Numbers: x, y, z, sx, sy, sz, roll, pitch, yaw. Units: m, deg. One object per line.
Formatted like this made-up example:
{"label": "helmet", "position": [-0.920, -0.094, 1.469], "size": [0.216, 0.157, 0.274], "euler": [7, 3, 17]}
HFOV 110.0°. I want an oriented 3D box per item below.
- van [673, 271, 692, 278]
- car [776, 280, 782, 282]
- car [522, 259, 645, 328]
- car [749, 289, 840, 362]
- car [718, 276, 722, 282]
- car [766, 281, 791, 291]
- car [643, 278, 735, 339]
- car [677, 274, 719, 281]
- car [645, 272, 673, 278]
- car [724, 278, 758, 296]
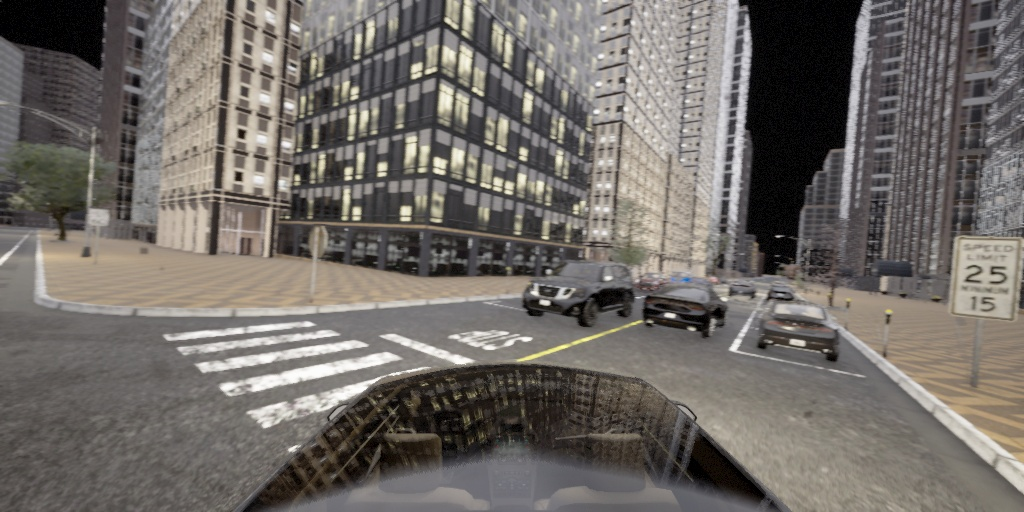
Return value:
{"label": "van", "position": [18.024, 2.517, 38.206], "size": [1.690, 1.789, 3.998], "euler": [0, 0, 36]}
{"label": "car", "position": [31.415, 3.874, 42.315], "size": [1.948, 1.339, 4.313], "euler": [0, 0, 36]}
{"label": "car", "position": [2.628, 1.153, 12.750], "size": [2.150, 2.045, 5.566], "euler": [5, 0, 36]}
{"label": "car", "position": [8.168, 1.967, 10.440], "size": [2.007, 1.370, 4.403], "euler": [0, 0, 36]}
{"label": "car", "position": [31.365, 3.841, 56.373], "size": [1.802, 1.307, 4.207], "euler": [0, 0, 36]}
{"label": "car", "position": [21.407, 3.061, 28.686], "size": [1.948, 1.339, 4.313], "euler": [0, 0, 36]}
{"label": "car", "position": [6.117, 1.710, 12.372], "size": [1.882, 1.535, 5.008], "euler": [5, 0, 38]}
{"label": "car", "position": [16.411, 2.604, 31.520], "size": [2.033, 1.411, 5.357], "euler": [5, 0, 37]}
{"label": "car", "position": [11.354, 2.073, 29.122], "size": [1.967, 1.591, 4.097], "euler": [0, 0, 36]}
{"label": "car", "position": [20.122, 2.867, 31.213], "size": [2.128, 1.511, 4.902], "euler": [5, 0, 36]}
